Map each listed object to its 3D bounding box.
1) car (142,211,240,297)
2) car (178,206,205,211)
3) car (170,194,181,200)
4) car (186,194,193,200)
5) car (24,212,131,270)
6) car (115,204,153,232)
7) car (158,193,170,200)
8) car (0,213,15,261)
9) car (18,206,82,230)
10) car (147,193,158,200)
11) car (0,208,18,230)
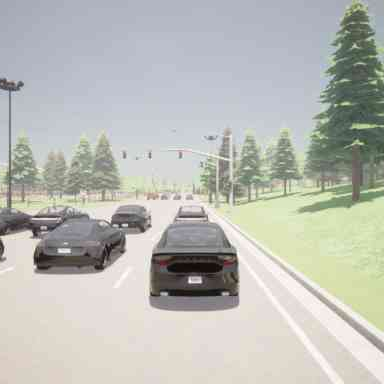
[{"bbox_3d":[0.041,1.478,8.640,1.882,1.535,5.008,0,0,0],"label":"car"},{"bbox_3d":[-0.031,1.492,18.133,2.128,1.511,4.902,0,0,0],"label":"car"},{"bbox_3d":[-4.161,1.517,92.041,2.128,1.511,4.902,0,0,0],"label":"car"},{"bbox_3d":[-0.665,1.545,92.483,1.994,1.385,4.181,0,0,0],"label":"car"},{"bbox_3d":[-3.479,1.564,11.044,1.994,1.385,4.181,0,0,0],"label":"car"},{"bbox_3d":[-3.541,1.505,19.909,1.837,1.490,4.892,0,0,0],"label":"car"},{"bbox_3d":[-7.661,1.491,92.016,1.837,1.490,4.892,0,0,0],"label":"car"},{"bbox_3d":[-6.973,1.526,8.906,1.812,1.442,4.674,0,0,-1],"label":"car"},{"bbox_3d":[-7.031,1.492,18.172,2.128,1.511,4.902,0,0,0],"label":"car"},{"bbox_3d":[-11.161,1.217,92.021,2.150,2.045,5.566,0,0,0],"label":"car"},{"bbox_3d":[-10.534,1.564,18.648,1.994,1.385,4.181,0,0,0],"label":"car"}]
